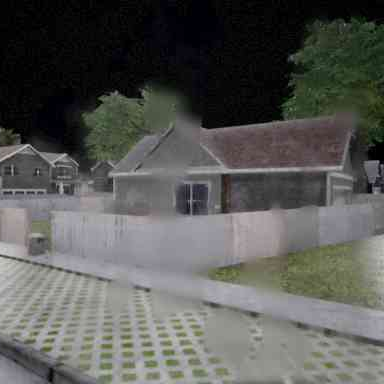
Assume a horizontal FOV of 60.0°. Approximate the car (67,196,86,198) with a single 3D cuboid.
[{"bbox_3d":[-12.754,1.178,36.183,1.837,1.490,4.892,1,1,34],"label":"car"}]
